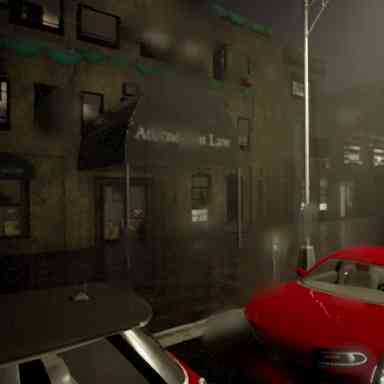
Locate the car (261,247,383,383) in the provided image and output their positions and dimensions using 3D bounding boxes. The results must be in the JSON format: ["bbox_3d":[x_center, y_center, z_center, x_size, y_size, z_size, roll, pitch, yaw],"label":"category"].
[{"bbox_3d":[2.678,1.542,4.852,4.507,1.381,1.887,0,0,-36],"label":"car"}]

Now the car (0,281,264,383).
[{"bbox_3d":[-1.816,1.441,1.597,4.097,1.590,1.967,0,0,-36],"label":"car"}]
